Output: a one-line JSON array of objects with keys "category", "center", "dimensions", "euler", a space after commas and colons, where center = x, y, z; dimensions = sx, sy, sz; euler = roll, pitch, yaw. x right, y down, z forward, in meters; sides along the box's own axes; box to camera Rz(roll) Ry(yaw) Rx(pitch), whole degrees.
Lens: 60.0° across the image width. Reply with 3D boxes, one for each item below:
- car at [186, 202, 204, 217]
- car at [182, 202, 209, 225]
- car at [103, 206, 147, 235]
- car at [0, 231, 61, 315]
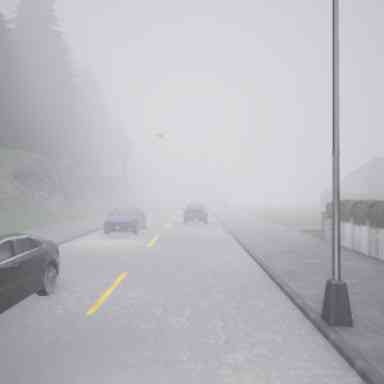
[{"category": "car", "center": [0.326, 1.814, 36.239], "dimensions": [1.812, 1.442, 4.674], "euler": [0, 0, 1]}, {"category": "car", "center": [0.275, 1.713, 26.109], "dimensions": [1.837, 1.490, 4.892], "euler": [0, 0, 1]}, {"category": "car", "center": [-3.955, 1.640, 20.323], "dimensions": [1.882, 1.535, 5.008], "euler": [0, 0, 1]}, {"category": "car", "center": [-4.066, 1.541, 6.056], "dimensions": [2.128, 1.511, 4.902], "euler": [0, -1, 0]}]
